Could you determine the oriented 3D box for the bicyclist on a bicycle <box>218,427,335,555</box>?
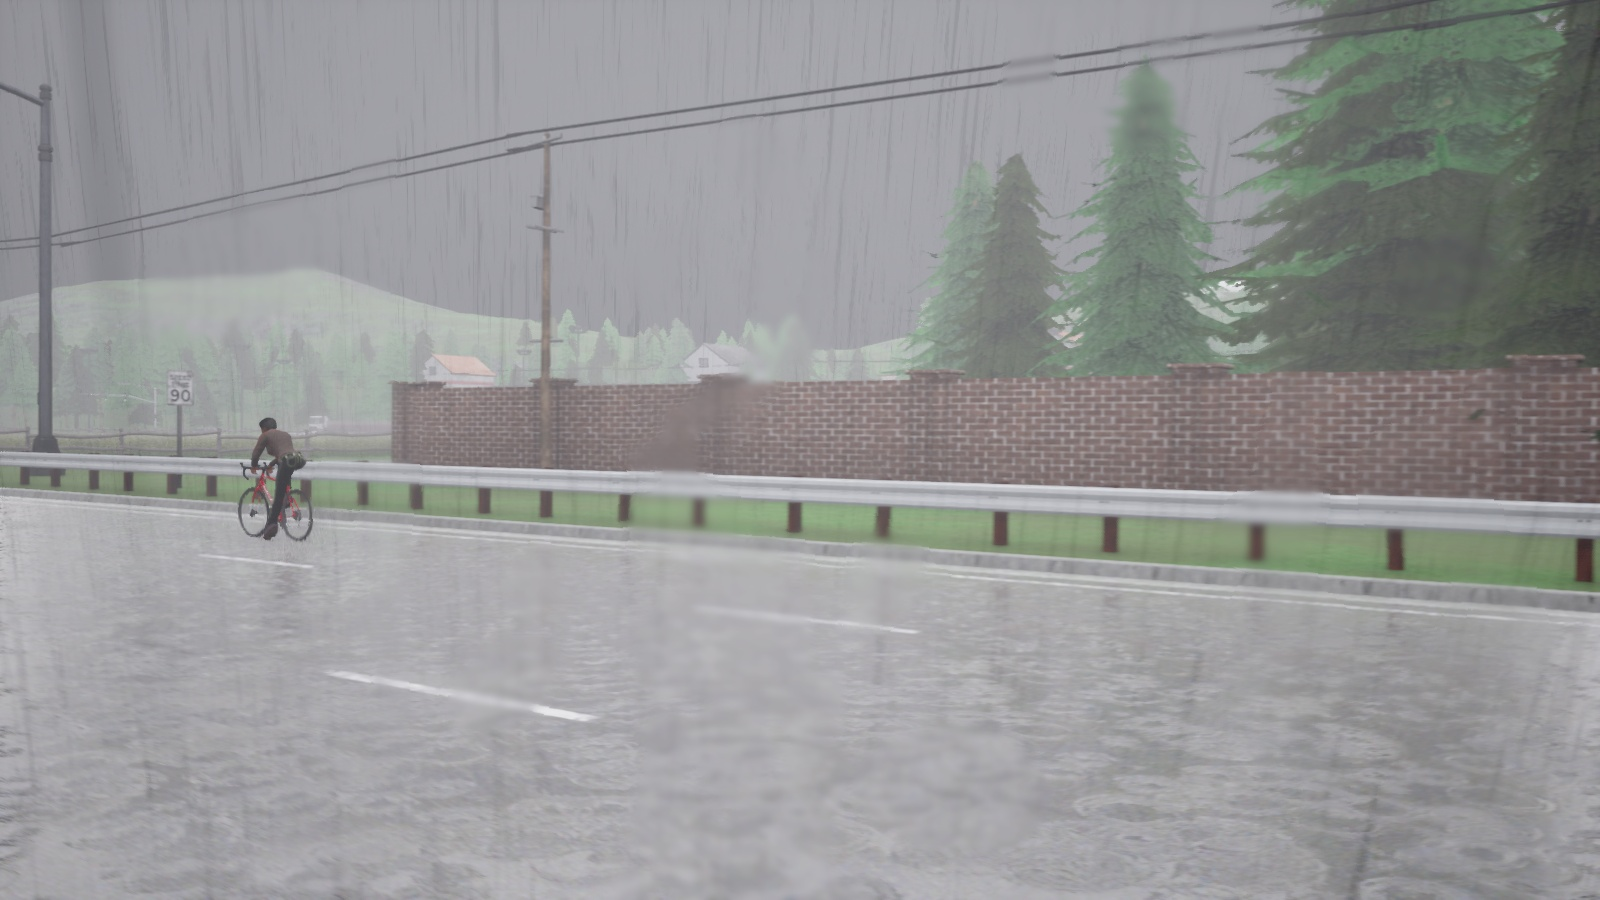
[{"bbox_3d":[-6.943,0.520,16.638,1.656,1.620,0.582,0,1,34],"label":"bicyclist on a bicycle"}]
